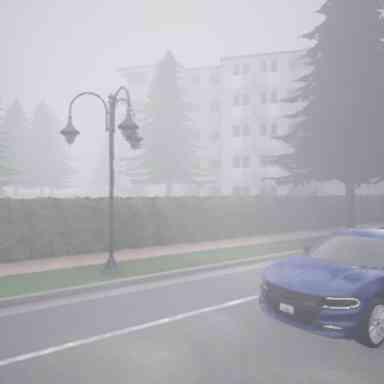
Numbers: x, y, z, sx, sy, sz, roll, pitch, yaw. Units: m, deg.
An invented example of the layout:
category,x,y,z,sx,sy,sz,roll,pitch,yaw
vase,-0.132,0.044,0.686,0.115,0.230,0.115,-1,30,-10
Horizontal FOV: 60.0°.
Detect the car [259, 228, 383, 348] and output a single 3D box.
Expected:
category,x,y,z,sx,sy,sz,roll,pitch,yaw
car,3.459,1.480,6.461,5.008,1.535,1.882,0,0,-36
